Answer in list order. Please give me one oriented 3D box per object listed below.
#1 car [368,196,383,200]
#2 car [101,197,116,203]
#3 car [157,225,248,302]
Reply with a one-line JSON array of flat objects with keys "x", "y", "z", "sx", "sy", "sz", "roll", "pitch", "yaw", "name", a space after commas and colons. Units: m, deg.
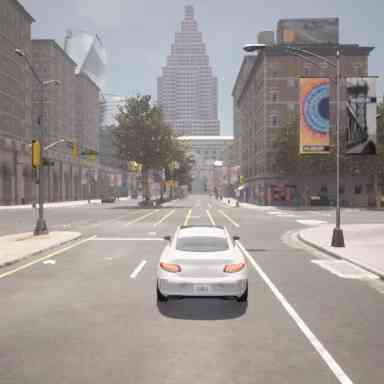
[{"x": 35.820, "y": 1.481, "z": 67.513, "sx": 2.231, "sy": 1.521, "sz": 4.892, "roll": 0, "pitch": 0, "yaw": 1, "name": "car"}, {"x": -16.892, "y": 1.595, "z": 67.190, "sx": 1.895, "sy": 1.301, "sz": 4.718, "roll": 0, "pitch": 0, "yaw": 1, "name": "car"}, {"x": 0.240, "y": 1.526, "z": 8.163, "sx": 1.812, "sy": 1.442, "sz": 4.674, "roll": 0, "pitch": 0, "yaw": 1, "name": "car"}]
